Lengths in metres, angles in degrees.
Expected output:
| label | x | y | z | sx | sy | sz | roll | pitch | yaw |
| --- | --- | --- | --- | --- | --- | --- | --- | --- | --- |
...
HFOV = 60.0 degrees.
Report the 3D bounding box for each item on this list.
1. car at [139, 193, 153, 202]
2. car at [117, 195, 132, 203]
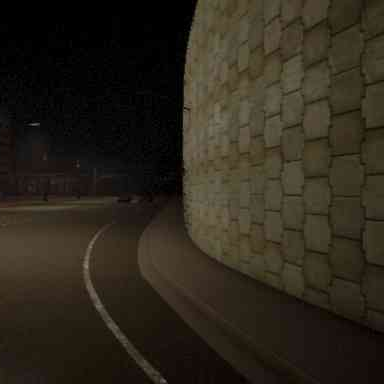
| label | x | y | z | sx | sy | sz | roll | pitch | yaw |
| --- | --- | --- | --- | --- | --- | --- | --- | --- | --- |
| car | -8.193 | 0.902 | 59.913 | 2.097 | 1.767 | 4.553 | -1 | 1 | -2 |
| car | -11.626 | 1.197 | 57.609 | 1.895 | 1.301 | 4.718 | 0 | 0 | -2 |
